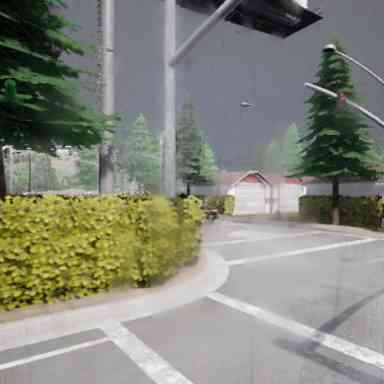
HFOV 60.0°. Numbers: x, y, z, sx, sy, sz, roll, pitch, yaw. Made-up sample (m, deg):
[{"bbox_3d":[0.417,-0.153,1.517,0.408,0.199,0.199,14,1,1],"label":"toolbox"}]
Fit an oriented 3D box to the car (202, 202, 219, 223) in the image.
[{"bbox_3d":[-0.161,1.372,23.351,2.128,1.511,4.902,0,1,-36],"label":"car"}]
